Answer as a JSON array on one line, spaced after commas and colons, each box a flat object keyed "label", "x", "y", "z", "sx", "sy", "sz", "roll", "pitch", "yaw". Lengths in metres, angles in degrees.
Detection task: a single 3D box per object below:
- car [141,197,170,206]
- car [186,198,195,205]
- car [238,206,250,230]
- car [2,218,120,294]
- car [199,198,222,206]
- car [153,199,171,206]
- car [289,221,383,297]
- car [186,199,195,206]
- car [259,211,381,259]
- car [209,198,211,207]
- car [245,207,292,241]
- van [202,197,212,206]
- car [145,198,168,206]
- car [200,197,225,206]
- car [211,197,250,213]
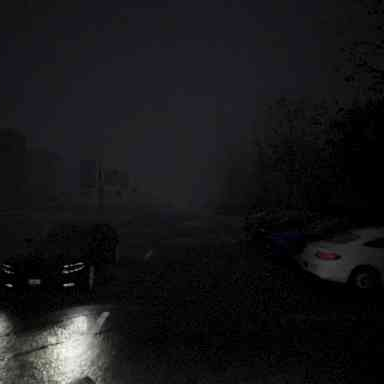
[{"label": "car", "x": -7.582, "y": 2.155, "z": 66.694, "sx": 5.366, "sy": 1.575, "sz": 1.946, "roll": 0, "pitch": -1, "yaw": -1}, {"label": "car", "x": -0.422, "y": 2.570, "z": 85.705, "sx": 2.097, "sy": 1.767, "sz": 4.553, "roll": 0, "pitch": -2, "yaw": 2}, {"label": "car", "x": 5.077, "y": 1.662, "z": 17.861, "sx": 4.674, "sy": 1.452, "sz": 2.002, "roll": 0, "pitch": 0, "yaw": 0}, {"label": "car", "x": -3.292, "y": 1.552, "z": 9.281, "sx": 1.882, "sy": 1.535, "sz": 5.008, "roll": 0, "pitch": 0, "yaw": -2}, {"label": "car", "x": 4.673, "y": 2.420, "z": 82.791, "sx": 5.566, "sy": 2.045, "sz": 2.435, "roll": 0, "pitch": -2, "yaw": -1}, {"label": "car", "x": -7.564, "y": 2.620, "z": 84.789, "sx": 4.553, "sy": 1.767, "sz": 2.185, "roll": 0, "pitch": -2, "yaw": -1}, {"label": "car", "x": 5.080, "y": 1.585, "z": 8.163, "sx": 4.674, "sy": 1.452, "sz": 2.002, "roll": 0, "pitch": 0, "yaw": 0}, {"label": "car", "x": -0.302, "y": 2.459, "z": 75.316, "sx": 2.033, "sy": 1.411, "sz": 5.357, "roll": 0, "pitch": -2, "yaw": -1}, {"label": "car", "x": 5.088, "y": 1.570, "z": 11.312, "sx": 5.008, "sy": 1.535, "sz": 2.097, "roll": 0, "pitch": 0, "yaw": 0}, {"label": "car", "x": 5.032, "y": 1.880, "z": 45.366, "sx": 4.674, "sy": 1.452, "sz": 2.002, "roll": 0, "pitch": 0, "yaw": 0}, {"label": "car", "x": 5.076, "y": 1.597, "z": 14.586, "sx": 4.892, "sy": 1.521, "sz": 2.231, "roll": 0, "pitch": 0, "yaw": 0}, {"label": "van", "x": 4.759, "y": 1.922, "z": 66.163, "sx": 4.442, "sy": 1.987, "sz": 1.878, "roll": 0, "pitch": -1, "yaw": -1}, {"label": "car", "x": -7.393, "y": 2.105, "z": 69.616, "sx": 4.553, "sy": 1.767, "sz": 2.185, "roll": 0, "pitch": -1, "yaw": -1}, {"label": "car", "x": 4.747, "y": 2.217, "z": 77.333, "sx": 5.566, "sy": 2.045, "sz": 2.435, "roll": 0, "pitch": -2, "yaw": -1}, {"label": "car", "x": 5.106, "y": 1.688, "z": 42.198, "sx": 4.553, "sy": 1.767, "sz": 2.185, "roll": 0, "pitch": 0, "yaw": 0}]
